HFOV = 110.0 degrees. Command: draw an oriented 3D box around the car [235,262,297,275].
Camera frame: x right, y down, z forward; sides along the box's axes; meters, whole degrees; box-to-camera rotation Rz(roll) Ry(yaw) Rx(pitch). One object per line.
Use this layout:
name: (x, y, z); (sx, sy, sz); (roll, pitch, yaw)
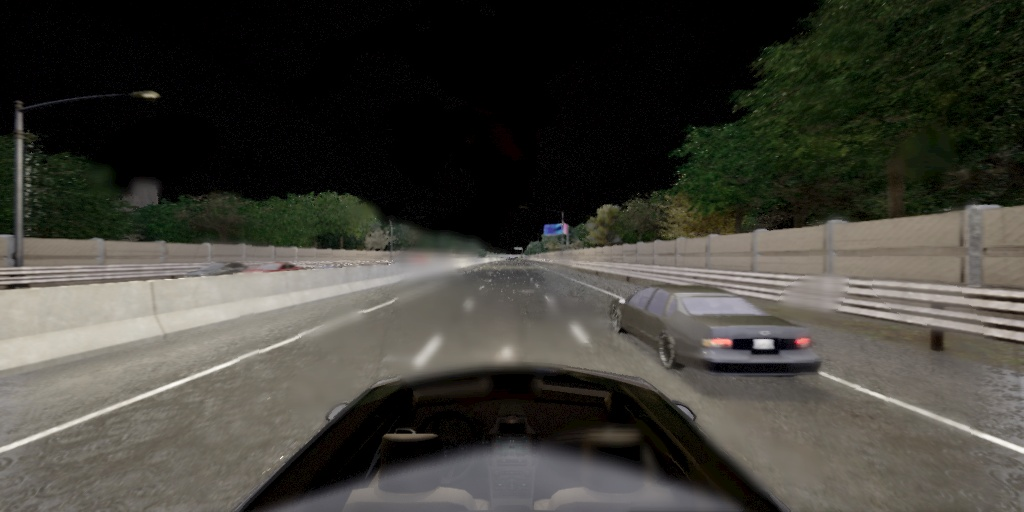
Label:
car: (-17.607, 1.241, 26.718); (1.882, 1.535, 5.008); (0, 0, 0)

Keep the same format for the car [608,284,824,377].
car: (3.593, 1.302, 7.633); (2.033, 1.411, 5.357); (0, 0, 0)

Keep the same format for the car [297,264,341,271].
car: (-14.103, 1.330, 27.608); (1.994, 1.385, 4.181); (0, 0, 0)

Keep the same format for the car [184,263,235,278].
car: (-21.104, 1.266, 26.060); (1.837, 1.490, 4.892); (0, 0, 0)
